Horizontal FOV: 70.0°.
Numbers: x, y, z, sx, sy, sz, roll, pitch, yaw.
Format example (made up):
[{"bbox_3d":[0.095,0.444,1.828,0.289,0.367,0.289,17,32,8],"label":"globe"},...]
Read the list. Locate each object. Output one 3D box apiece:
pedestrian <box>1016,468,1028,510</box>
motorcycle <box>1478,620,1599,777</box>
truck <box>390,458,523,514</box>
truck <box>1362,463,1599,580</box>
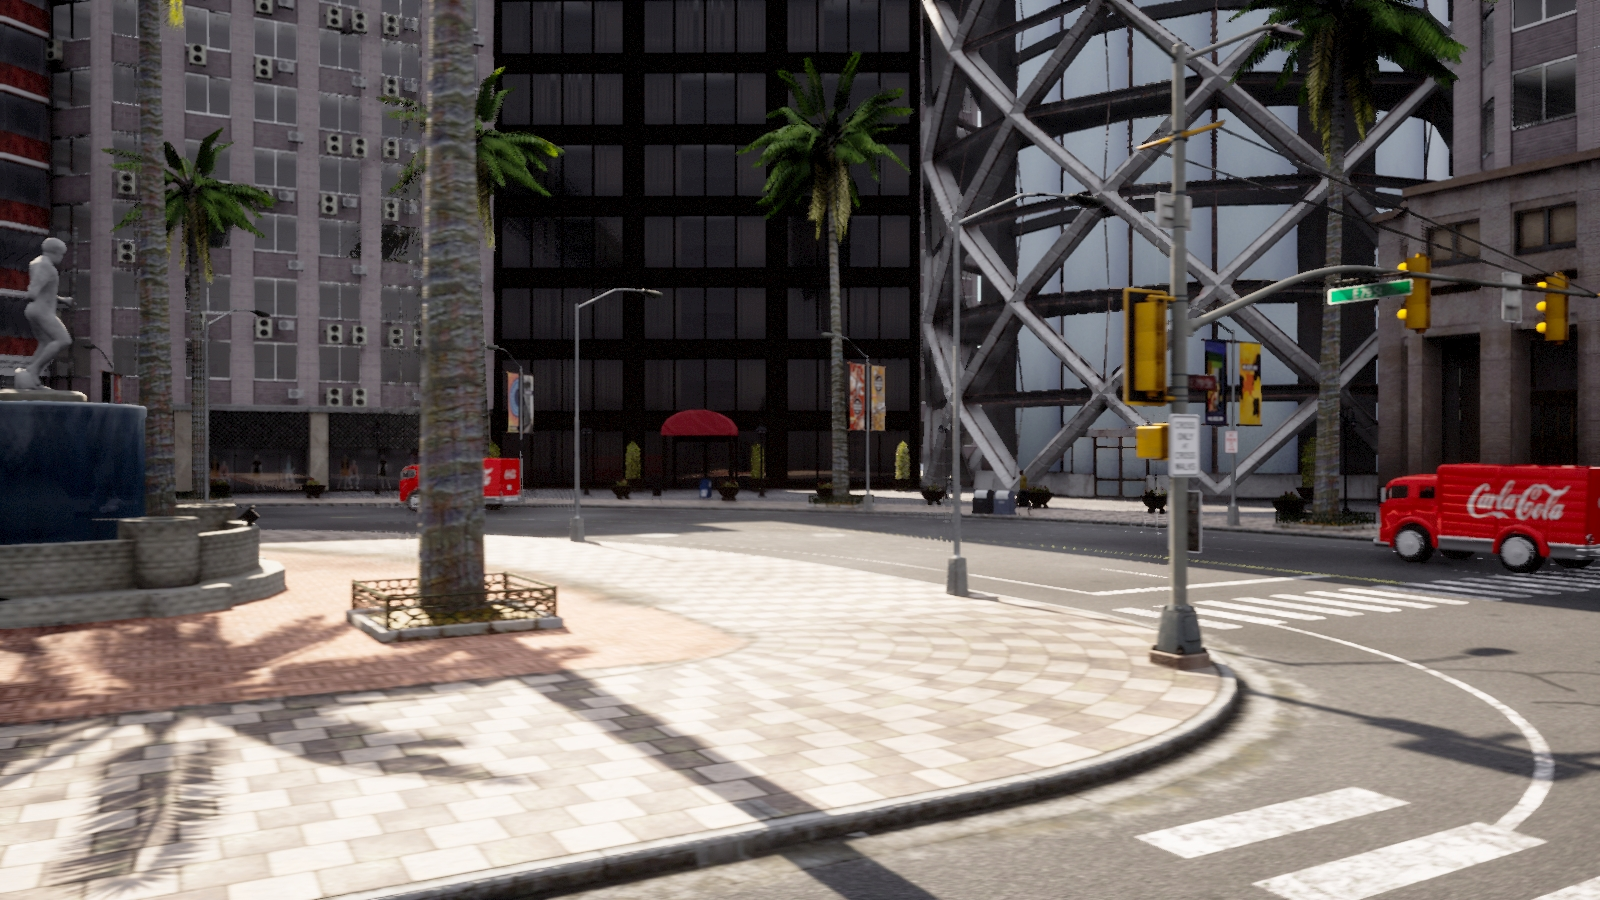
[{"bbox_3d":[9.755,1.717,50.306,0.375,1.860,0.375,0,0,42],"label":"pedestrian"},{"bbox_3d":[7.175,2.216,9.972,0.803,1.145,2.033,0,0,-29],"label":"motorcycle"},{"bbox_3d":[-15.657,1.593,52.282,5.204,2.467,2.627,0,0,10],"label":"truck"},{"bbox_3d":[16.782,1.577,27.576,2.627,2.467,5.204,0,0,-29],"label":"truck"}]
